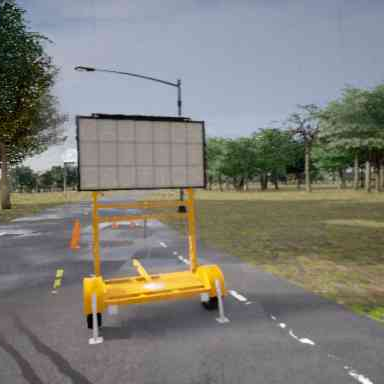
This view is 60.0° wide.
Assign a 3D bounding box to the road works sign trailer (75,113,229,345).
[{"bbox_3d":[-0.926,0.355,6.415,2.380,3.560,2.880,-2,1,-18],"label":"road works sign trailer"}]

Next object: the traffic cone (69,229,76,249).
[{"bbox_3d":[-4.476,1.821,12.635,0.340,0.580,0.340,-2,1,-18],"label":"traffic cone"}]
